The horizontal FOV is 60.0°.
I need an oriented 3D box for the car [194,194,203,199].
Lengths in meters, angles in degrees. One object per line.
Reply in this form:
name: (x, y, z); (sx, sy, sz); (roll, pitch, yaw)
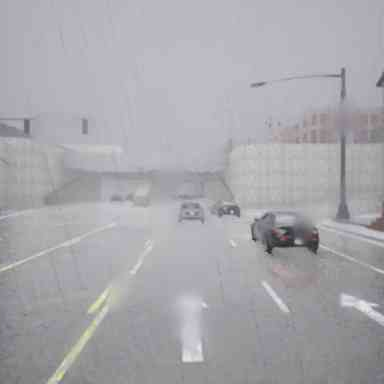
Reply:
car: (1.451, 1.253, 92.132); (1.895, 1.301, 4.718); (0, 0, 28)

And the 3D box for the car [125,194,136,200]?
car: (-15.247, 1.195, 82.701); (1.837, 1.490, 4.892); (0, 0, 2)

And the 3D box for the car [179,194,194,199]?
car: (-1.264, 1.174, 82.008); (1.882, 1.535, 5.008); (0, 0, 6)

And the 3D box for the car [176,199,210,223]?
car: (-0.078, 1.480, 24.698); (2.033, 1.411, 5.357); (0, 0, -2)

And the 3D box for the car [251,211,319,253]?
car: (3.568, 1.477, 13.327); (1.812, 1.442, 4.674); (0, 0, 0)

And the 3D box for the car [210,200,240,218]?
car: (2.852, 1.439, 29.319); (1.812, 1.442, 4.674); (1, 0, -10)

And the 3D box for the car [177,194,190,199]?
car: (-2.424, 1.190, 91.993); (1.994, 1.385, 4.181); (0, 0, 24)

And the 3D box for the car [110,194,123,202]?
car: (-15.090, 1.231, 66.933); (1.882, 1.535, 5.008); (0, 0, -1)

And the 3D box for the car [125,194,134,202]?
car: (-11.583, 1.255, 66.546); (1.837, 1.490, 4.892); (0, 1, -1)

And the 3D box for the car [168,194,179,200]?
car: (-4.745, 1.218, 82.338); (1.812, 1.442, 4.674); (0, 0, 6)
